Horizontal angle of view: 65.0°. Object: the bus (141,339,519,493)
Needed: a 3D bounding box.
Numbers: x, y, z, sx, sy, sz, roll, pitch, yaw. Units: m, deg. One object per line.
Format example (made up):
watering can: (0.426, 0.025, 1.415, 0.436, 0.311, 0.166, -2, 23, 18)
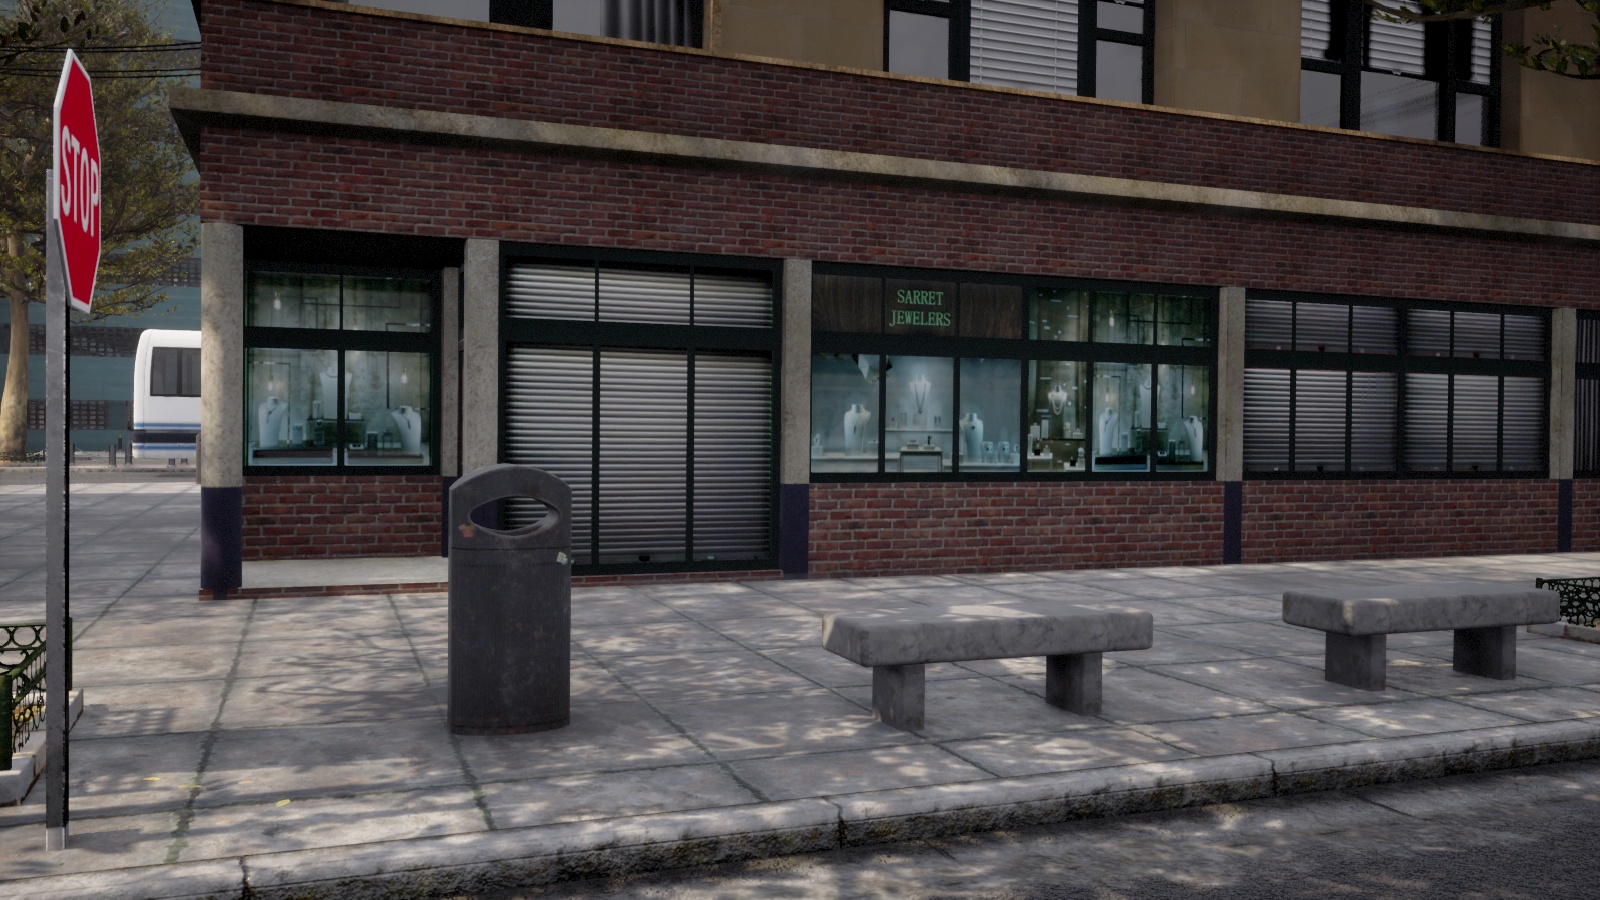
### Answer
bus: (-14.137, -1.052, 38.468, 10.273, 4.253, 3.944, -1, 1, -21)
